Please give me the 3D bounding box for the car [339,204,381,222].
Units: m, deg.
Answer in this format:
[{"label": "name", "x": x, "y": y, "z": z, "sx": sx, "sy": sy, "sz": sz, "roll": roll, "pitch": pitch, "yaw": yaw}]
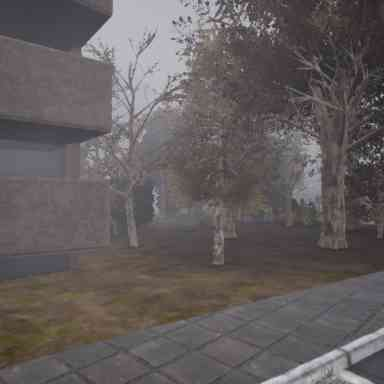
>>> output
[{"label": "car", "x": 20.639, "y": 2.540, "z": 41.222, "sx": 2.150, "sy": 2.045, "sz": 5.566, "roll": 0, "pitch": -3, "yaw": -1}]
